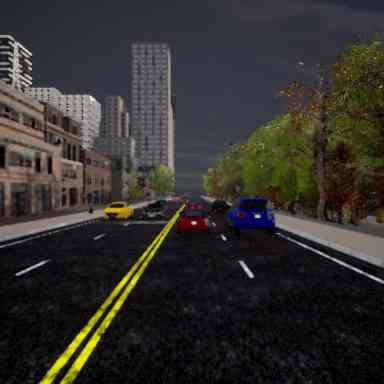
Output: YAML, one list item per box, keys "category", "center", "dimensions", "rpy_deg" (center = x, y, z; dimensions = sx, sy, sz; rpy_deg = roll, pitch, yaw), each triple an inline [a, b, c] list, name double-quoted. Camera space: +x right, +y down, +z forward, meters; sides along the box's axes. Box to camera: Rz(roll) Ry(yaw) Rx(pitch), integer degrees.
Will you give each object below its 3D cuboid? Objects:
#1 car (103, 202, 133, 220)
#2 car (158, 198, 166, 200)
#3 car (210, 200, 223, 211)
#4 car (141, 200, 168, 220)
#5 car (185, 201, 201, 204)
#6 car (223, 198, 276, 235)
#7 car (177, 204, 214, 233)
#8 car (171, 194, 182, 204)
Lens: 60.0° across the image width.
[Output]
- category: "car"
  center: [-6.581, 1.662, 29.931]
  dimensions: [1.882, 1.535, 5.008]
  rpy_deg: [0, 0, 0]
- category: "car"
  center: [-6.480, 1.927, 71.975]
  dimensions: [1.895, 1.301, 4.718]
  rpy_deg: [0, 0, 0]
- category: "car"
  center: [3.362, 1.735, 41.810]
  dimensions: [1.882, 1.535, 5.008]
  rpy_deg: [0, 0, 0]
- category: "car"
  center: [-3.331, 1.710, 29.929]
  dimensions: [1.812, 1.442, 4.674]
  rpy_deg: [0, 0, 0]
- category: "car"
  center: [0.111, 1.815, 40.791]
  dimensions: [1.994, 1.385, 4.181]
  rpy_deg: [0, 0, 0]
- category: "car"
  center: [3.359, 1.346, 19.689]
  dimensions: [2.150, 2.045, 5.566]
  rpy_deg: [0, 0, 0]
- category: "car"
  center: [0.105, 1.692, 20.487]
  dimensions: [1.994, 1.385, 4.181]
  rpy_deg: [0, 0, 0]
- category: "car"
  center: [-3.230, 1.557, 71.976]
  dimensions: [2.150, 2.045, 5.566]
  rpy_deg: [0, 0, 0]
